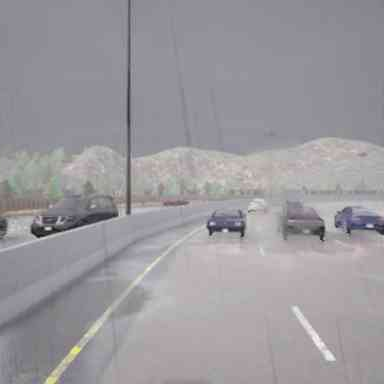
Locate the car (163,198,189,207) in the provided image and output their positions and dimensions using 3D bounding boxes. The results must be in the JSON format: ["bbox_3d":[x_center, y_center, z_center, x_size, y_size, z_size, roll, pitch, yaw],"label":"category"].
[{"bbox_3d":[-2.348,1.489,48.447,1.895,1.301,4.718,0,0,27],"label":"car"}]

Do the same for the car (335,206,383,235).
[{"bbox_3d":[9.305,1.499,18.714,1.812,1.442,4.674,0,0,12],"label":"car"}]

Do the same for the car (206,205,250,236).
[{"bbox_3d":[2.038,1.564,18.238,1.895,1.301,4.718,0,0,11],"label":"car"}]

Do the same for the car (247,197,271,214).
[{"bbox_3d":[7.196,1.459,35.242,1.812,1.442,4.674,0,0,21],"label":"car"}]

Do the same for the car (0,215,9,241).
[{"bbox_3d":[-9.562,1.460,13.315,1.837,1.490,4.892,0,0,8],"label":"car"}]

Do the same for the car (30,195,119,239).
[{"bbox_3d":[-5.561,1.176,16.653,2.150,2.045,5.566,0,0,10],"label":"car"}]

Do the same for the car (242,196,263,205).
[{"bbox_3d":[10.284,1.454,56.162,1.994,1.385,4.181,0,0,34],"label":"car"}]

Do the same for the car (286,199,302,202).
[{"bbox_3d":[10.466,1.433,33.968,2.128,1.511,4.902,0,0,21],"label":"car"}]

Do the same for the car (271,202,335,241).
[{"bbox_3d":[5.309,1.463,16.597,2.128,1.511,4.902,0,0,10],"label":"car"}]

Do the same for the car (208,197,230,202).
[{"bbox_3d":[4.423,1.435,53.510,2.033,1.411,5.357,0,0,31],"label":"car"}]
